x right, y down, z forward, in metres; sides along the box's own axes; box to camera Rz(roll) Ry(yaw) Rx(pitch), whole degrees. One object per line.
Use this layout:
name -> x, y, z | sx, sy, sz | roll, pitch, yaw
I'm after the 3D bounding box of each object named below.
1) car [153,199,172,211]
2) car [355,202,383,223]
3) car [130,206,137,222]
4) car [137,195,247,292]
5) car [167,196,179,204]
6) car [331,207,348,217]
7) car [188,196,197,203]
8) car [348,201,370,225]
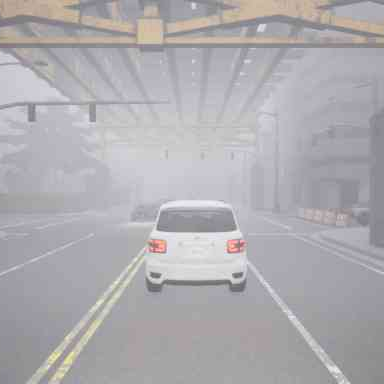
car -> -3.582, 1.564, 41.201 | 1.994, 1.385, 4.181 | 0, 0, 0
car -> 13.318, 1.295, 22.118 | 4.536, 1.218, 1.853 | 0, 0, -20
car -> -3.591, 1.564, 26.401 | 1.994, 1.385, 4.181 | 0, 0, 0
car -> 0.082, 1.221, 9.051 | 2.150, 2.045, 5.566 | 0, 0, 0
car -> -3.491, 1.478, 62.204 | 1.882, 1.535, 5.008 | 0, 0, 0
car -> 13.645, 1.295, 26.237 | 4.536, 1.218, 1.853 | 0, 0, 25
car -> 0.124, 1.526, 68.171 | 1.812, 1.442, 4.674 | 0, 0, 0
car -> 13.270, 1.453, 22.100 | 4.974, 1.542, 2.038 | 0, 0, -20
